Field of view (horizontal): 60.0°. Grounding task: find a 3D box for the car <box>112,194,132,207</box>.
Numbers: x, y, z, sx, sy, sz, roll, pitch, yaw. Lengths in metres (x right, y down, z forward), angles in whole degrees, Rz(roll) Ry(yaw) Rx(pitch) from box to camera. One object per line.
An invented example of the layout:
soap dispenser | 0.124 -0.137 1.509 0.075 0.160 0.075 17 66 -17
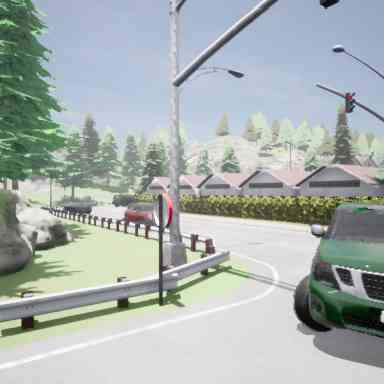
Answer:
car | -10.431 1.398 54.080 2.150 2.045 5.566 0 0 37

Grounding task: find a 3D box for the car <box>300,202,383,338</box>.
car | 3.713 1.261 6.625 2.150 2.045 5.566 3 1 25

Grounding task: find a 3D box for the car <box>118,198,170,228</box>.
car | -3.020 1.544 22.849 2.097 1.767 4.553 0 0 -35

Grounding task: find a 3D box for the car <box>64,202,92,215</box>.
car | -12.471 1.792 36.273 1.895 1.301 4.718 0 0 -35
